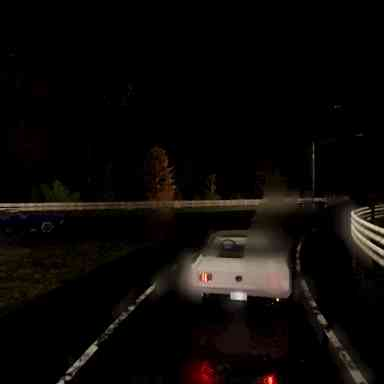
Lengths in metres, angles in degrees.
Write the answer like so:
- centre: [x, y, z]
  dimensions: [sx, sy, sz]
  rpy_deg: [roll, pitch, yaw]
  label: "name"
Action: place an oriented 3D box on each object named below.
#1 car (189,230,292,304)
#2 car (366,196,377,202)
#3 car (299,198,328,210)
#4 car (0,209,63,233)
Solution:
- centre: [1.287, 1.600, 8.204]
  dimensions: [1.895, 1.301, 4.718]
  rpy_deg: [0, 0, 11]
  label: "car"
- centre: [40.745, 1.541, 75.485]
  dimensions: [1.994, 1.385, 4.181]
  rpy_deg: [0, 0, 25]
  label: "car"
- centre: [15.523, 1.482, 42.454]
  dimensions: [4.902, 1.511, 2.128]
  rpy_deg: [0, 0, -42]
  label: "car"
- centre: [-9.562, 1.594, 18.148]
  dimensions: [4.718, 1.301, 1.895]
  rpy_deg: [0, 0, -24]
  label: "car"
